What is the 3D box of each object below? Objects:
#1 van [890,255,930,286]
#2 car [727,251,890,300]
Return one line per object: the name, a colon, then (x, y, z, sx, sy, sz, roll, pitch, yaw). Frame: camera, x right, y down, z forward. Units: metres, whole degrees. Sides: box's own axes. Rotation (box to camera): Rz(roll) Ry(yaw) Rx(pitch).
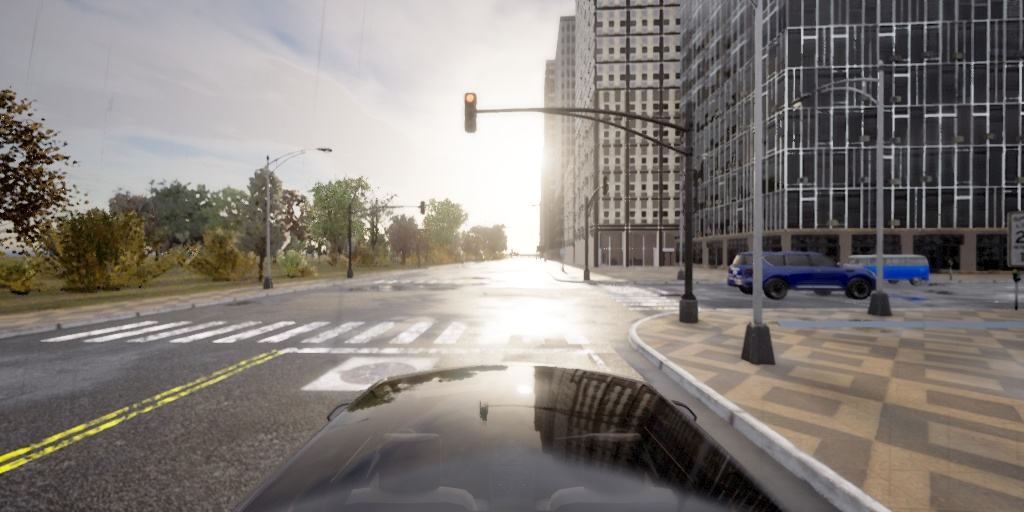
van: (21.988, 0.824, 21.227, 3.998, 1.789, 1.690, 0, 0, 4)
car: (12.731, 0.809, 15.982, 5.566, 2.045, 2.150, 0, 0, 4)
